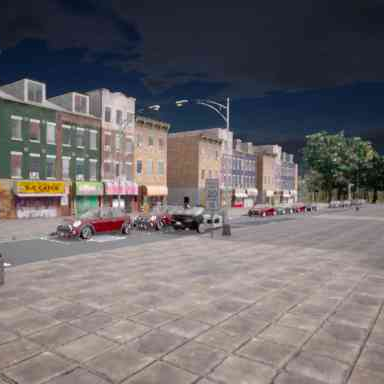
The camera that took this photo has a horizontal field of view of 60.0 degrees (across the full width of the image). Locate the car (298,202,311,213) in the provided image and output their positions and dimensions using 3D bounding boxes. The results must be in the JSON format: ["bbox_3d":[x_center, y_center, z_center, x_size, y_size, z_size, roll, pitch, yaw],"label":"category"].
[{"bbox_3d":[13.902,2.053,44.336,1.887,1.381,4.507,0,-1,36],"label":"car"}]

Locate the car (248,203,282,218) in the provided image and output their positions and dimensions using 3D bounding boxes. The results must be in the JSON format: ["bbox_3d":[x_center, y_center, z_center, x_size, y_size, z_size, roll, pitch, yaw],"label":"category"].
[{"bbox_3d":[7.541,1.923,35.523,1.887,1.381,4.507,0,-1,36],"label":"car"}]

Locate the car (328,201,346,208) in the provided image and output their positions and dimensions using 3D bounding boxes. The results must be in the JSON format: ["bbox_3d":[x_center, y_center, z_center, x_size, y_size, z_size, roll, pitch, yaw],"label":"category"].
[{"bbox_3d":[26.624,2.324,61.962,2.008,1.369,4.403,0,-1,36],"label":"car"}]

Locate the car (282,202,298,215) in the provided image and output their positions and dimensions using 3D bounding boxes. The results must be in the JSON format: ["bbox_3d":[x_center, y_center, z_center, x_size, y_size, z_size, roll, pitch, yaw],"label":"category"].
[{"bbox_3d":[10.722,1.994,39.930,2.008,1.369,4.403,0,-1,36],"label":"car"}]

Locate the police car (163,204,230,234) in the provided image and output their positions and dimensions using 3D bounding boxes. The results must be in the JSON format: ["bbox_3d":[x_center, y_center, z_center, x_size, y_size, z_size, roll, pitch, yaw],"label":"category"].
[{"bbox_3d":[0.728,1.663,21.562,1.930,1.638,5.238,1,0,36],"label":"police car"}]

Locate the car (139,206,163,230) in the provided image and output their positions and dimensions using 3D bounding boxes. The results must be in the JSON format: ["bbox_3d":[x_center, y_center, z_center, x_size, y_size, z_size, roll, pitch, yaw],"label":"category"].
[{"bbox_3d":[-1.999,1.629,22.304,1.967,1.590,4.097,0,0,36],"label":"car"}]

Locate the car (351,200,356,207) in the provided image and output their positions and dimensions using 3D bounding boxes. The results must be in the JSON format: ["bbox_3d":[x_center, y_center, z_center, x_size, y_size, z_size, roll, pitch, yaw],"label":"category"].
[{"bbox_3d":[32.985,2.491,70.775,1.802,1.307,4.206,0,-1,36],"label":"car"}]

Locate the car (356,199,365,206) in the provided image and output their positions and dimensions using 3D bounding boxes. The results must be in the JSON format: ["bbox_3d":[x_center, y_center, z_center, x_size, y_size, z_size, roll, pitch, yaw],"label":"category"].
[{"bbox_3d":[39.347,2.611,79.588,1.947,1.339,4.313,0,-1,36],"label":"car"}]

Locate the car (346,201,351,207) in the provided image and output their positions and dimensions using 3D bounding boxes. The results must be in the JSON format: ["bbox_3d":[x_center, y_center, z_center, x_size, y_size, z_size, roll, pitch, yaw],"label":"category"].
[{"bbox_3d":[29.805,2.406,66.368,1.947,1.339,4.313,0,-1,36],"label":"car"}]

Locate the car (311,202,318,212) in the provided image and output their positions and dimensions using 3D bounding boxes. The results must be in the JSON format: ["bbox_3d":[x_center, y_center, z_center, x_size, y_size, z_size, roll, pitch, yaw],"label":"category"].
[{"bbox_3d":[17.083,2.139,48.742,1.947,1.339,4.313,0,-1,36],"label":"car"}]

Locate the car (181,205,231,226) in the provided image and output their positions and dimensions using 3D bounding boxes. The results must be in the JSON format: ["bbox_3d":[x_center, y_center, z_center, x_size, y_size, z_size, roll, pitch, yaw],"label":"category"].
[{"bbox_3d":[1.180,1.817,26.710,1.947,1.339,4.313,0,-1,36],"label":"car"}]

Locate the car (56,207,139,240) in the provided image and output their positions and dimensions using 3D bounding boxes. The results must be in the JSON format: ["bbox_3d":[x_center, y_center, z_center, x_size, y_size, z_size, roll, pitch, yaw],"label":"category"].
[{"bbox_3d":[-5.180,1.568,17.898,1.967,1.590,4.097,0,0,36],"label":"car"}]
